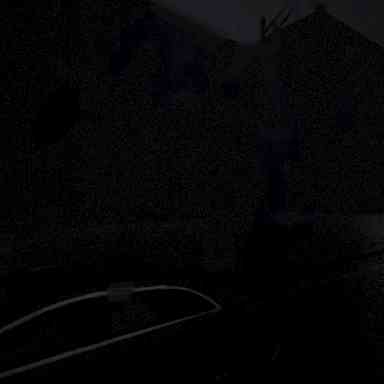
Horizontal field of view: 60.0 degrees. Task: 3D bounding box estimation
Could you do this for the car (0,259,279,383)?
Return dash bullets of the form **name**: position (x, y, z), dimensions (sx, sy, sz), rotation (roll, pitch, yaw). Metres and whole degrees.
- **car**: position (-1.324, 1.488, 3.047), dimensions (4.902, 1.511, 2.128), rotation (0, 0, -35)
